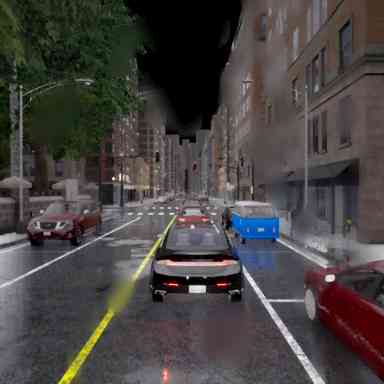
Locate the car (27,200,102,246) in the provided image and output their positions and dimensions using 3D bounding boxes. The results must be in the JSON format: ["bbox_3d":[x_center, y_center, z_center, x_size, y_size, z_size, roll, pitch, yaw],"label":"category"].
[{"bbox_3d":[-5.675,1.310,15.530,2.192,1.841,5.009,0,0,0],"label":"car"}]

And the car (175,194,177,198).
[{"bbox_3d":[-5.700,1.496,86.472,2.008,1.369,4.403,0,0,0],"label":"car"}]

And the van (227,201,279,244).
[{"bbox_3d":[2.850,1.336,15.573,1.690,1.788,3.998,0,0,0],"label":"van"}]

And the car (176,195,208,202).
[{"bbox_3d":[0.039,1.338,27.480,2.097,1.767,4.553,0,0,2],"label":"car"}]

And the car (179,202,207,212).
[{"bbox_3d":[0.097,1.519,18.523,1.812,1.442,4.674,0,0,0],"label":"car"}]

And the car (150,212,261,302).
[{"bbox_3d":[0.097,1.490,8.261,2.128,1.511,4.902,0,0,0],"label":"car"}]

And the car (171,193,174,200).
[{"bbox_3d":[-5.696,1.491,75.571,1.887,1.381,4.507,0,0,0],"label":"car"}]

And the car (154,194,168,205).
[{"bbox_3d":[-5.690,1.480,59.049,1.752,1.417,4.829,0,0,0],"label":"car"}]

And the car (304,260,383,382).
[{"bbox_3d":[2.854,1.544,4.252,1.887,1.381,4.507,0,0,0],"label":"car"}]

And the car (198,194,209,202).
[{"bbox_3d":[2.829,1.387,75.610,1.967,1.590,4.097,0,0,0],"label":"car"}]

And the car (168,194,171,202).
[{"bbox_3d":[-5.692,1.502,64.669,2.008,1.369,4.403,0,0,0],"label":"car"}]

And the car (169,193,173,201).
[{"bbox_3d":[-5.694,1.493,70.120,1.887,1.381,4.507,0,0,0],"label":"car"}]

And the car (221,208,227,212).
[{"bbox_3d":[2.849,1.557,21.233,1.947,1.339,4.313,0,0,0],"label":"car"}]
